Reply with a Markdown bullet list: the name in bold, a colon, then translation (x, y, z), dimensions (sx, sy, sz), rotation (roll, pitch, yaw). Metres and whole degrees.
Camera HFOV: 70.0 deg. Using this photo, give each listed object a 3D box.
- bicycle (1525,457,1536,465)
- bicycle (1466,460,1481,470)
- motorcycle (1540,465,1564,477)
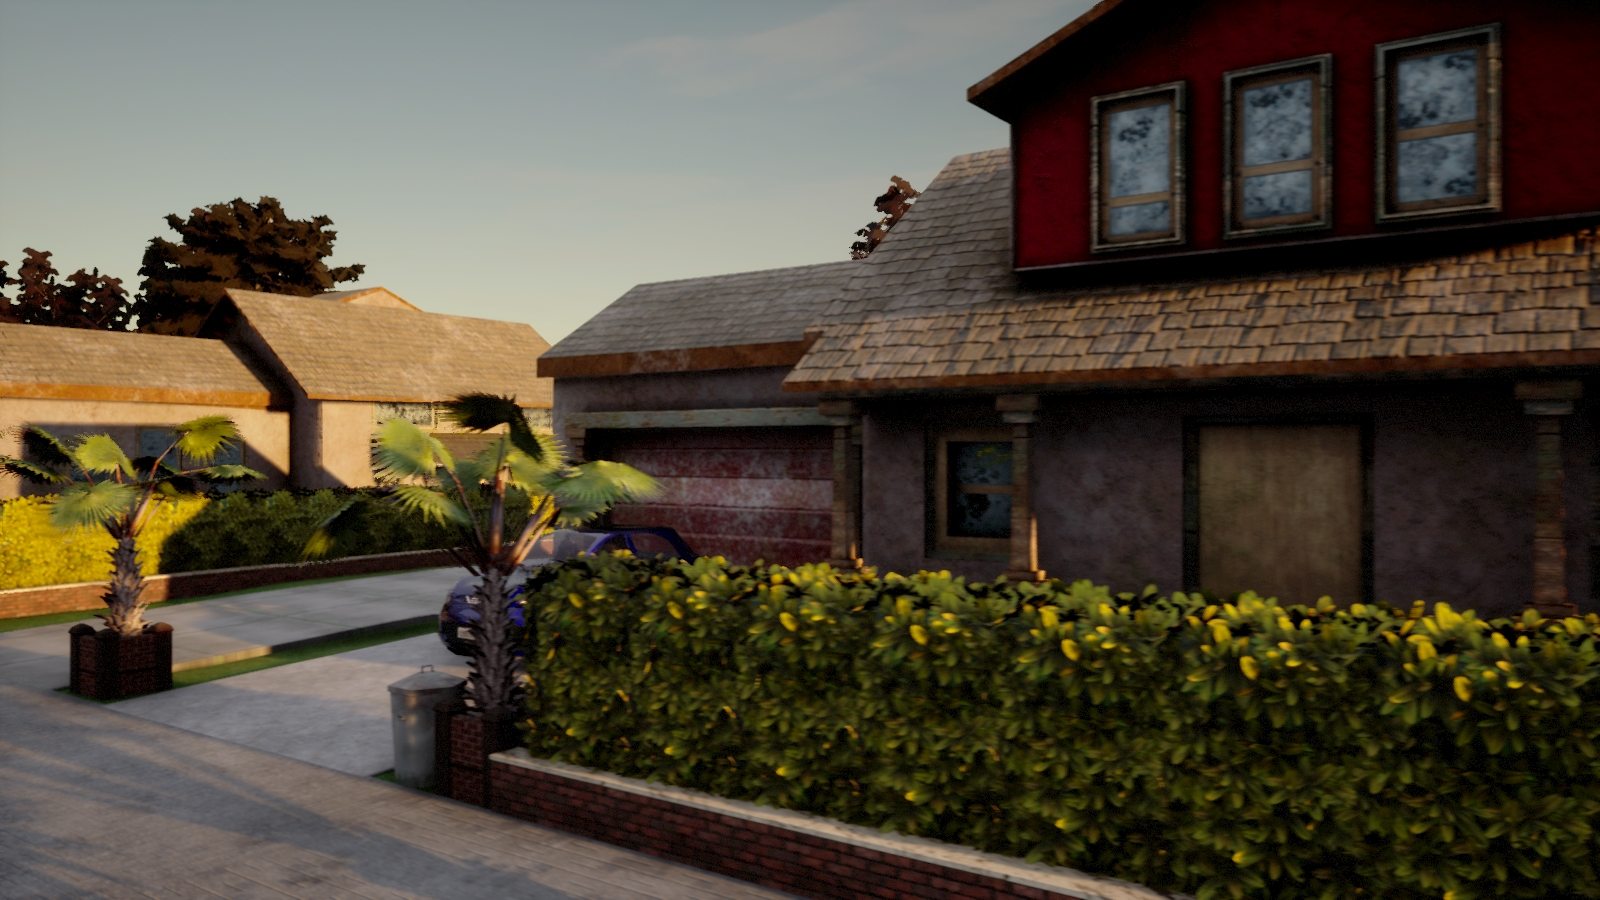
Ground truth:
- **bicycle**: translation (134.106, 2.056, 209.703), dimensions (1.643, 1.496, 0.373), rotation (1, 0, 35)
- **bicycle**: translation (93.348, 2.060, 158.357), dimensions (1.835, 1.471, 0.329), rotation (0, 0, 35)
- **motorcycle**: translation (77.596, 2.184, 117.920), dimensions (2.033, 1.199, 0.803), rotation (1, 0, 35)
